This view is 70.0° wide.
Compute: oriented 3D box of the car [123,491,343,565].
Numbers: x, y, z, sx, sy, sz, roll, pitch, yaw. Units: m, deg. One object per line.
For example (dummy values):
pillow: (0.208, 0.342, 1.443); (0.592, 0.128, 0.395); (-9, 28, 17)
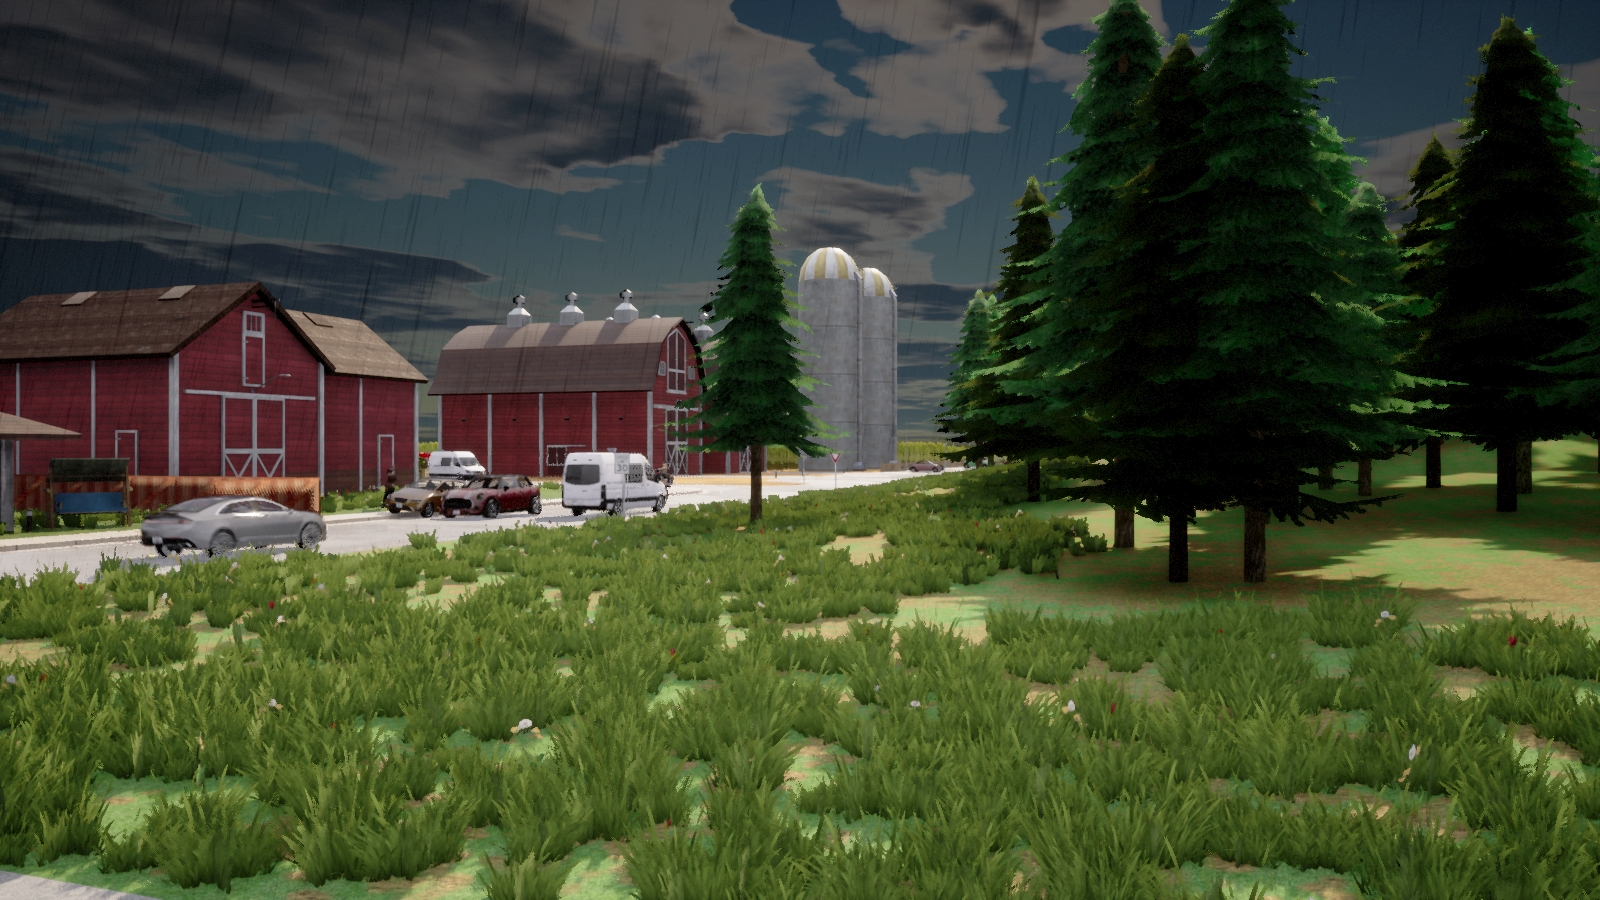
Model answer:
car: (-14.267, 1.908, 29.117); (2.128, 1.511, 4.902); (0, 0, 20)

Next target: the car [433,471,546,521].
car: (-12.175, 1.765, 45.133); (2.097, 1.767, 4.553); (0, 0, 20)

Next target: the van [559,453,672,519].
van: (-7.565, 1.394, 47.572); (1.988, 2.561, 5.915); (0, 0, 20)

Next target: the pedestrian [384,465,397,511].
pedestrian: (-16.893, 1.555, 47.101); (0.375, 1.860, 0.375); (0, 0, 44)
